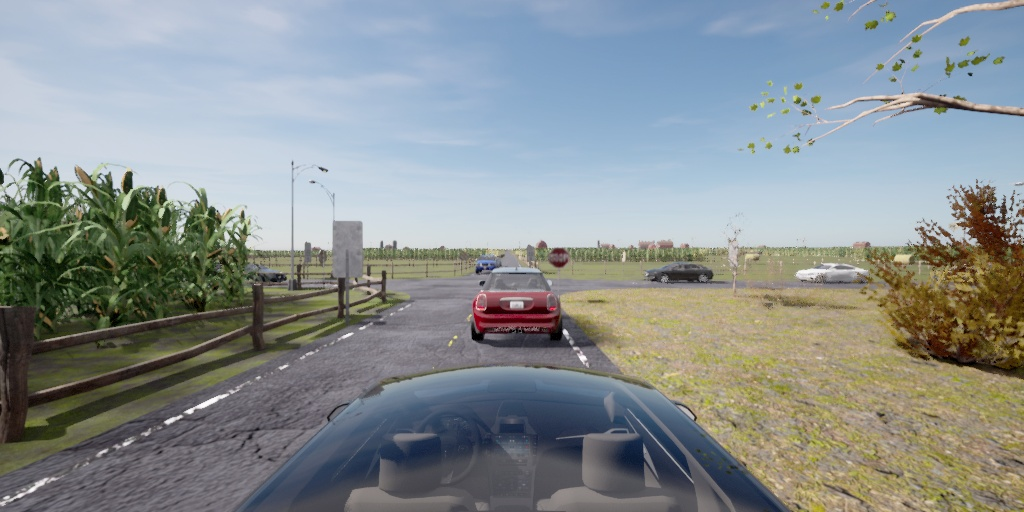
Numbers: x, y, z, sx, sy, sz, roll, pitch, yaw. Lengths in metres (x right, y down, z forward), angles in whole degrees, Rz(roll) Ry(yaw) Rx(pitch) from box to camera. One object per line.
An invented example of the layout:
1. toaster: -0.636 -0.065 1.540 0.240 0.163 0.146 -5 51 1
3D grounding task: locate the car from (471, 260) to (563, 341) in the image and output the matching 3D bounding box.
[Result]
1. car: 0.110 1.094 10.017 2.097 1.767 4.553 0 0 0

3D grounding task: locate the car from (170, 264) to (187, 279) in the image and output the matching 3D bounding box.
1. car: -23.326 1.142 27.011 4.892 1.490 1.837 0 0 0

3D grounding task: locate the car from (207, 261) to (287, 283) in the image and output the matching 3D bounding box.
1. car: -17.592 1.237 24.064 4.181 1.385 1.994 0 0 0

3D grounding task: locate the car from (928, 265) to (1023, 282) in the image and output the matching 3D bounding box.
1. car: 35.004 1.360 27.073 5.357 1.411 2.033 0 0 0

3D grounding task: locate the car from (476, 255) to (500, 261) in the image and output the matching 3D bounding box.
1. car: -2.821 0.899 40.742 2.150 2.045 5.566 0 0 1

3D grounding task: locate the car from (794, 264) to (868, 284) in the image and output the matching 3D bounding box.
1. car: 24.065 1.307 27.066 4.674 1.442 1.812 0 0 0

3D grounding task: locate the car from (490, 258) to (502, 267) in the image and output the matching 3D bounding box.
1. car: -2.710 1.102 62.547 1.837 1.490 4.892 0 0 1

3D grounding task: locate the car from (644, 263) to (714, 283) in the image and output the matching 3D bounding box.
1. car: 12.492 1.255 27.002 4.892 1.490 1.837 1 0 -2
